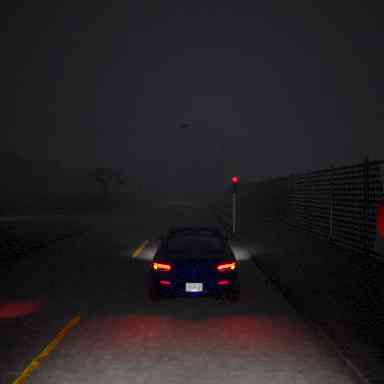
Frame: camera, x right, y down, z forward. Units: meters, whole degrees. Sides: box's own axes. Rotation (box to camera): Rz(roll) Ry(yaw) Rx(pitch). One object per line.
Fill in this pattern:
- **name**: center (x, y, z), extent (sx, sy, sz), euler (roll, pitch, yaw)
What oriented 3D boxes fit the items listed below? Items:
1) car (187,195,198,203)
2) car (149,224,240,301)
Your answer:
- **car**: center (0.102, 1.502, 71.131), extent (1.837, 1.490, 4.892), euler (0, 0, 0)
- **car**: center (0.061, 1.526, 8.210), extent (1.812, 1.442, 4.674), euler (0, 0, 1)
